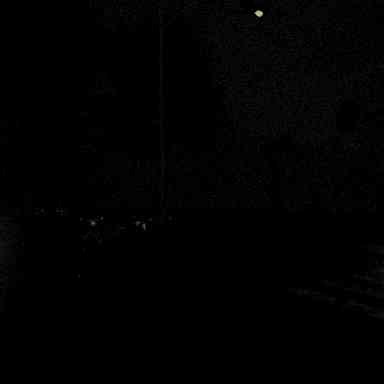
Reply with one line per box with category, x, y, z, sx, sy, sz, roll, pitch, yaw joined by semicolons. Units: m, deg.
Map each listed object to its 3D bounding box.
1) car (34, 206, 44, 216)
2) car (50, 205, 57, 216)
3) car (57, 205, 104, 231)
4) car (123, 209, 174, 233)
car;-20.140;2.384;42.135;1.895;1.301;4.718;0;-1;-34
car;-16.375;2.275;41.656;2.033;1.411;5.357;0;-1;-34
car;-7.824;1.842;23.782;2.128;1.511;4.902;0;-1;-34
car;-2.944;1.829;21.835;1.994;1.385;4.181;0;-1;-34
